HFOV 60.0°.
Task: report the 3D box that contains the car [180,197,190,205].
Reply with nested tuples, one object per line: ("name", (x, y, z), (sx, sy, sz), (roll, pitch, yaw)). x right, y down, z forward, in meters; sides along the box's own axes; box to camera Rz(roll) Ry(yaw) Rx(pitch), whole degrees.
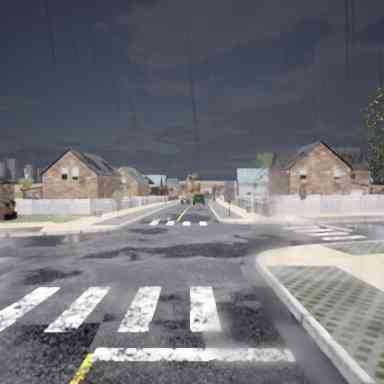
("car", (-1.265, 1.689, 66.127), (2.128, 1.511, 4.902), (0, 0, 3))

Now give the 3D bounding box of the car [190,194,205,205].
("car", (1.309, 1.395, 61.865), (2.150, 2.045, 5.566), (0, 0, 3))
